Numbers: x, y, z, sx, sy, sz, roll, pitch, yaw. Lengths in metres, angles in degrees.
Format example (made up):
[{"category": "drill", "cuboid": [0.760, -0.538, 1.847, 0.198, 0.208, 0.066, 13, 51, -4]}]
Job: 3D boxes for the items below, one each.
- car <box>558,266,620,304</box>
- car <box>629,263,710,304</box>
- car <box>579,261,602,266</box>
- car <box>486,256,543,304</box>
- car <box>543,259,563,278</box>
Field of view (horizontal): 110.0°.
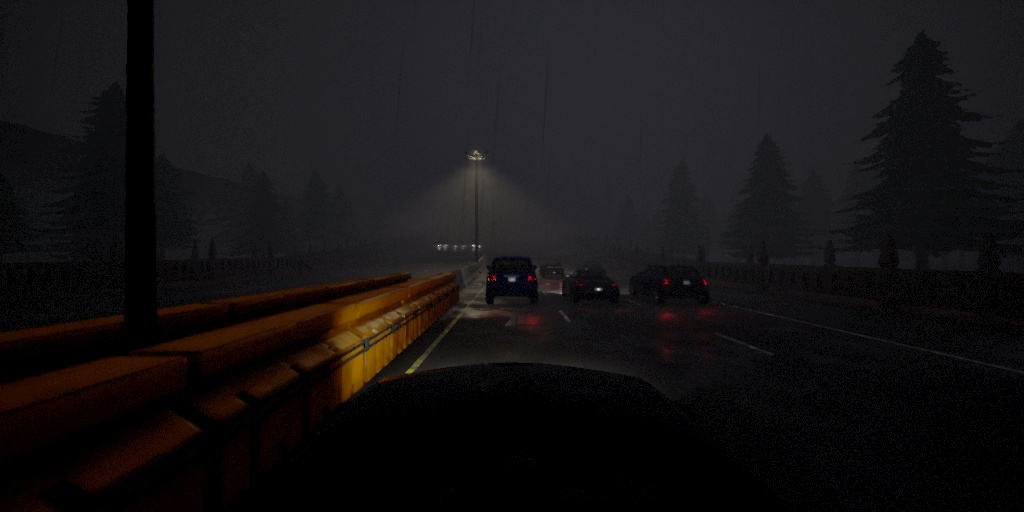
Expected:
[{"category": "car", "cuboid": [3.500, 1.320, 16.505, 1.994, 1.385, 4.181, 0, 0, 0]}, {"category": "car", "cuboid": [7.000, 1.113, 16.476, 2.097, 1.767, 4.553, 0, 0, 0]}, {"category": "car", "cuboid": [6.923, 1.118, 31.544, 1.994, 1.385, 4.181, 0, 2, 0]}, {"category": "car", "cuboid": [0.000, 1.005, 16.533, 2.150, 2.045, 5.566, 0, 0, 0]}, {"category": "car", "cuboid": [3.423, 1.040, 31.523, 2.128, 1.511, 4.902, 0, 2, 0]}]
